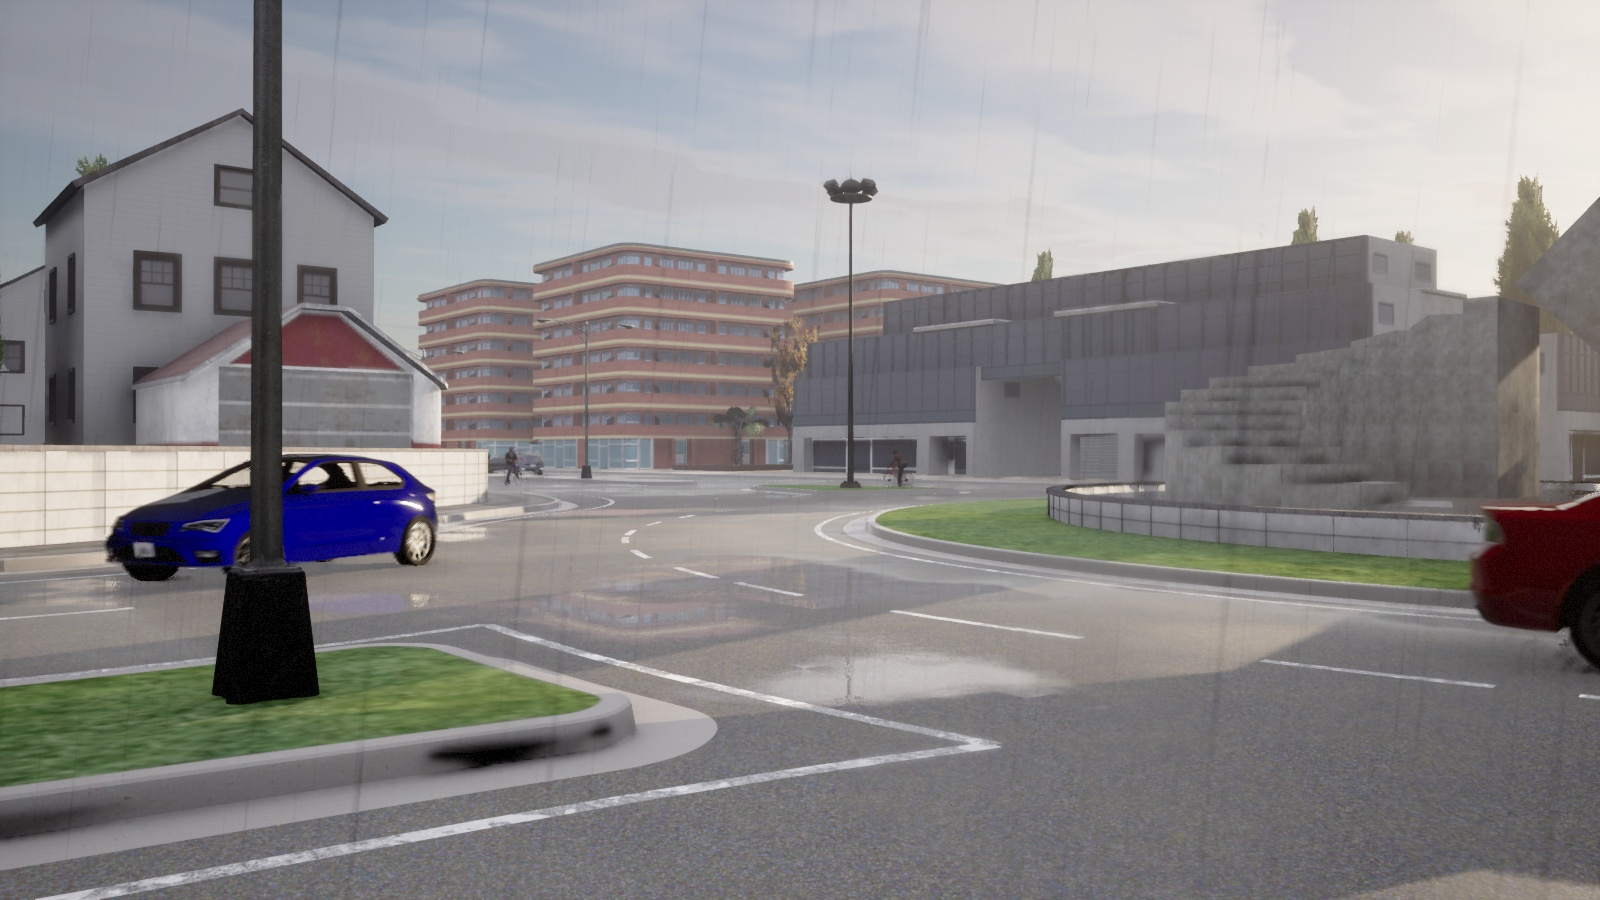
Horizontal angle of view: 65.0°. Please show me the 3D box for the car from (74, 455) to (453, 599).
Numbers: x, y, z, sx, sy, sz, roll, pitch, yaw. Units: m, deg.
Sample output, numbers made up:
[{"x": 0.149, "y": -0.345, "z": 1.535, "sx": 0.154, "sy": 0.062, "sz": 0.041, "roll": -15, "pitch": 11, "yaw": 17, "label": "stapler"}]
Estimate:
[{"x": -6.300, "y": 0.809, "z": 15.320, "sx": 1.816, "sy": 1.474, "sz": 4.193, "roll": 0, "pitch": 0, "yaw": 22, "label": "car"}]

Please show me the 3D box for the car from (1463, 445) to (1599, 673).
[{"x": 7.297, "y": 0.727, "z": 8.194, "sx": 5.008, "sy": 1.535, "sz": 1.882, "roll": 0, "pitch": 0, "yaw": 37, "label": "car"}]

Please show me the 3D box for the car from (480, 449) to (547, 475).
[{"x": -18.606, "y": 0.762, "z": 81.414, "sx": 2.152, "sy": 1.651, "sz": 5.027, "roll": 0, "pitch": 0, "yaw": -41, "label": "car"}]
